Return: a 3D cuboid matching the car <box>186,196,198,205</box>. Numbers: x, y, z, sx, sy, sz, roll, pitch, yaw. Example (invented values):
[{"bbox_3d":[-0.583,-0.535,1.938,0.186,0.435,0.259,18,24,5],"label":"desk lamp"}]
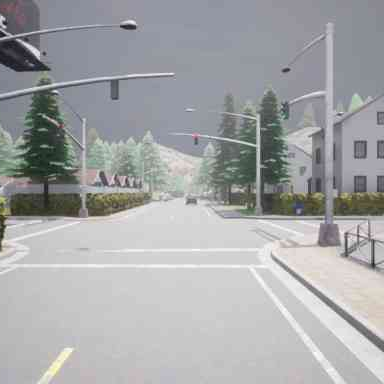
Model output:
[{"bbox_3d":[-0.081,1.505,59.182,1.837,1.490,4.892,0,0,0],"label":"car"}]
